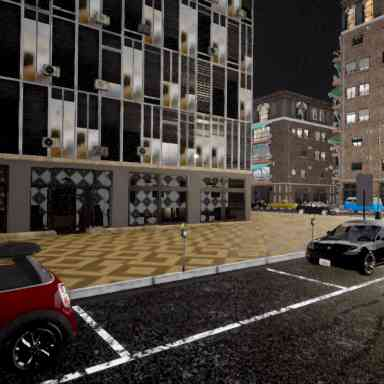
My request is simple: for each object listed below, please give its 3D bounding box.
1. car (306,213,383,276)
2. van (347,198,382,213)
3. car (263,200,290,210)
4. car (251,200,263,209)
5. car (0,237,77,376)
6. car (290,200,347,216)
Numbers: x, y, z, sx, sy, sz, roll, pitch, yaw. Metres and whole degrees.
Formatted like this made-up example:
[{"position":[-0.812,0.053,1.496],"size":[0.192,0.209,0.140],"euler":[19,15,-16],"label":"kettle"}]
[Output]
[{"position":[5.435,1.567,10.415],"size":[4.313,1.339,1.947],"euler":[0,1,-35],"label":"car"},{"position":[19.184,1.525,37.457],"size":[1.690,1.788,3.998],"euler":[0,-1,-35],"label":"van"},{"position":[12.762,1.788,46.716],"size":[1.752,1.417,4.829],"euler":[0,-1,-35],"label":"car"},{"position":[9.698,1.865,51.137],"size":[1.947,1.339,4.313],"euler":[0,-1,-35],"label":"car"},{"position":[-3.647,1.440,3.947],"size":[4.097,1.590,1.967],"euler":[0,1,-35],"label":"car"},{"position":[12.294,1.620,32.684],"size":[2.008,1.369,4.403],"euler":[0,-1,-35],"label":"car"}]
